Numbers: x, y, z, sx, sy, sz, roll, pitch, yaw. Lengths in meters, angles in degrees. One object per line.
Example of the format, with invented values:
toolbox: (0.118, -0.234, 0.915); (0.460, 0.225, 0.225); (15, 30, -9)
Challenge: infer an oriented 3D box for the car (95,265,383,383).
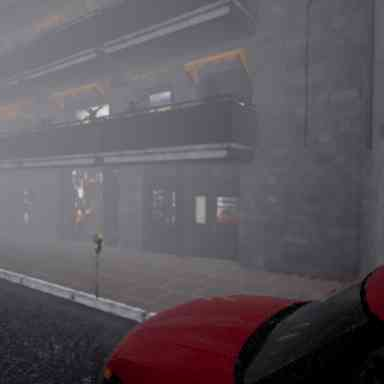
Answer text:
car: (1.618, 1.317, 1.705); (5.009, 1.841, 2.192); (0, 1, 36)
